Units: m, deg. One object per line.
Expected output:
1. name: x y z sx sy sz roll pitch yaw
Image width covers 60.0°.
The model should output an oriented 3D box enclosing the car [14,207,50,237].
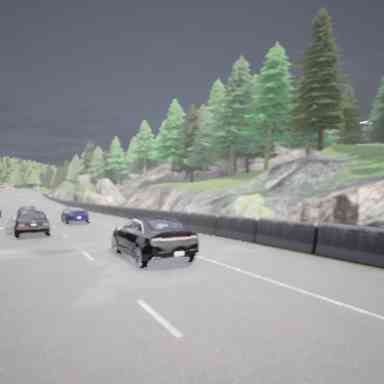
1. car: -9.755 1.864 20.328 2.033 1.411 5.357 -1 -1 -27

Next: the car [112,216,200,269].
1. car: -1.475 1.616 11.850 2.128 1.511 4.902 -1 -1 -27

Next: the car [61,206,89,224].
1. car: -10.078 1.919 28.631 1.812 1.442 4.674 -1 -1 -27

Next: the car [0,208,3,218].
1. car: -21.788 2.133 36.129 1.837 1.490 4.892 -1 0 -27
